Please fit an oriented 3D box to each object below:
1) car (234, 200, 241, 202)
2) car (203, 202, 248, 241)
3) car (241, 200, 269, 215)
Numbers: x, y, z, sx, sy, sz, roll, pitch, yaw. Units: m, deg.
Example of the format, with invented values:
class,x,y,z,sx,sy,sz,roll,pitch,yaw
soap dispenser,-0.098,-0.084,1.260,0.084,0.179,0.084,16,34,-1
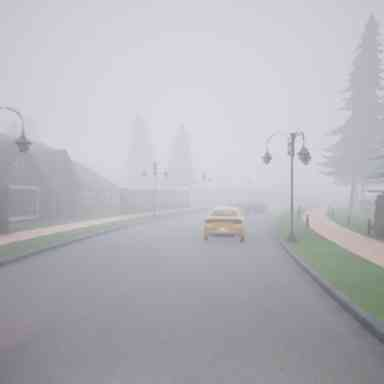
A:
class,x,y,z,sx,sy,sz,roll,pitch,yaw
car,6.183,1.649,42.790,1.895,1.301,4.718,0,0,26
car,1.762,1.494,16.948,1.882,1.535,5.008,0,0,10
car,6.893,1.647,35.190,1.895,1.301,4.718,0,0,21
